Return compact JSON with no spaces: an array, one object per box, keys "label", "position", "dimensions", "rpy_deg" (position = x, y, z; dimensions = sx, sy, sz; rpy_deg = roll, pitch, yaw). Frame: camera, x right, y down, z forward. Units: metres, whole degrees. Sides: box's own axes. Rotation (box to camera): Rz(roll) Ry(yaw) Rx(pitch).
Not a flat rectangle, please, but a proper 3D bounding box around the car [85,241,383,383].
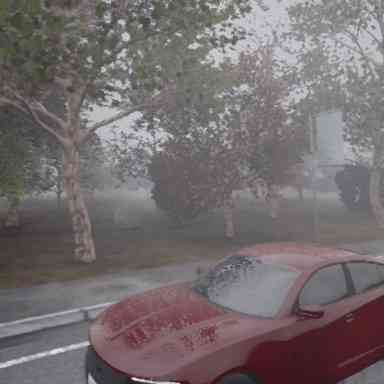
[{"label":"car","position":[1.201,1.475,4.371],"dimensions":[5.008,1.535,1.882],"rpy_deg":[0,0,-33]}]
